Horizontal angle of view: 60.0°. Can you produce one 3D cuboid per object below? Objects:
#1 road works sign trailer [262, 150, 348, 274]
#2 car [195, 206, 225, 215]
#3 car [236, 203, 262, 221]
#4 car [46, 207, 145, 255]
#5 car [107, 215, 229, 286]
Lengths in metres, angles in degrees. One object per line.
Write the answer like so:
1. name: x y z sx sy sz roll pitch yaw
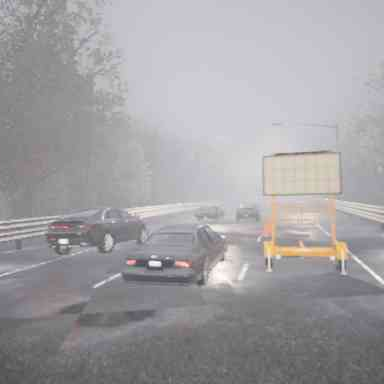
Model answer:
1. road works sign trailer: 3.542 0.503 10.766 2.380 3.560 2.880 -2 -1 16
2. car: 1.758 1.895 30.352 1.895 1.301 4.718 -2 -1 16
3. car: 5.001 1.694 28.952 2.128 1.511 4.902 -2 -1 15
4. car: -3.224 1.318 12.290 1.837 1.490 4.892 -3 -3 15
5. car: -0.182 1.664 9.868 2.033 1.411 5.357 -2 -1 15
